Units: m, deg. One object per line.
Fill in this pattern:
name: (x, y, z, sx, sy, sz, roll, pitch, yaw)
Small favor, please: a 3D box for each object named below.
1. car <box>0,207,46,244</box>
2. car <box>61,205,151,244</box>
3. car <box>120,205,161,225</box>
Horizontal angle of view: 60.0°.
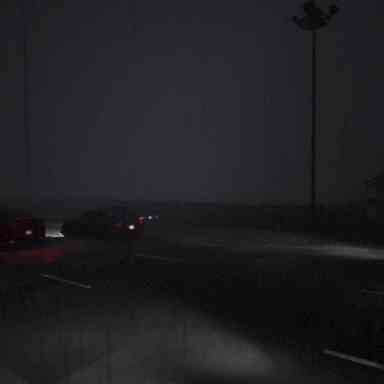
car: (-8.270, 1.390, 14.186, 5.008, 1.535, 1.882, 0, 0, 35)
car: (-4.256, 1.491, 15.620, 4.181, 1.385, 1.994, 0, 0, 35)
car: (-4.366, 1.459, 19.996, 5.357, 1.411, 2.033, 0, 0, 35)
